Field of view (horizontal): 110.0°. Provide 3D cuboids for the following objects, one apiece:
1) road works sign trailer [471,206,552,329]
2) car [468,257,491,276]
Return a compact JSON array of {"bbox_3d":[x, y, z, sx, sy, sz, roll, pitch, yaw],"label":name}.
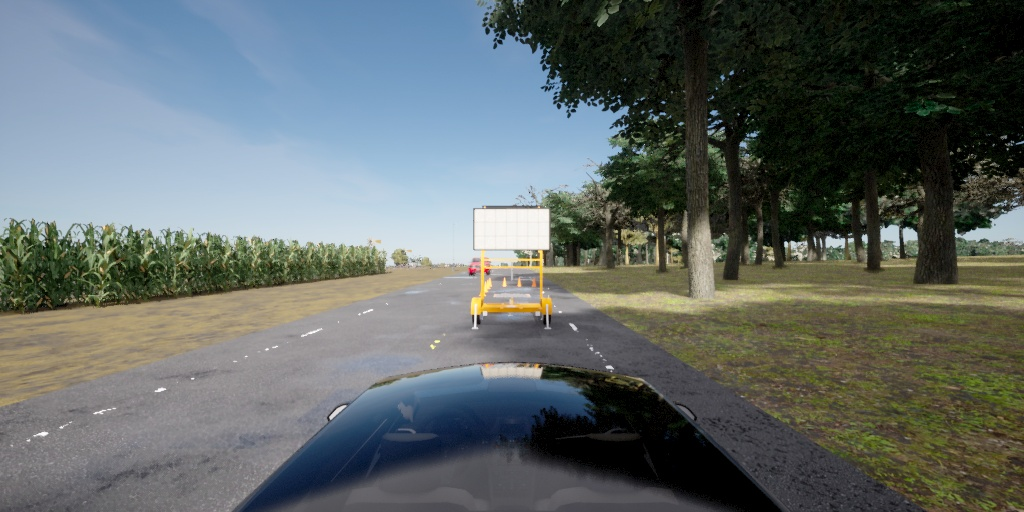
[{"bbox_3d":[-0.004,0.230,11.284,2.380,3.560,2.880,0,0,1],"label":"road works sign trailer"},{"bbox_3d":[-3.524,1.114,39.729,2.150,2.045,5.566,0,0,0],"label":"car"}]
